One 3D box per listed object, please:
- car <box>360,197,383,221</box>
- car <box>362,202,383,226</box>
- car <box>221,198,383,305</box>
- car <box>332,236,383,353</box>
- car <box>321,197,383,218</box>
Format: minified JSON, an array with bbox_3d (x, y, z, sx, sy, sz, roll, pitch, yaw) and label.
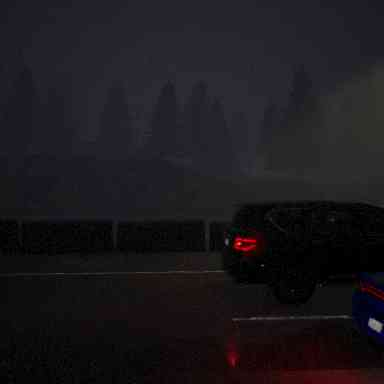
[{"bbox_3d":[16.025,1.306,26.176,4.553,1.767,2.097,0,0,-3],"label":"car"},{"bbox_3d":[14.479,1.441,22.576,5.008,1.535,1.882,0,0,-3],"label":"car"},{"bbox_3d":[3.461,1.221,7.682,5.566,2.045,2.150,0,0,-3],"label":"car"},{"bbox_3d":[4.723,1.477,4.252,5.008,1.535,1.882,0,0,-3],"label":"car"},{"bbox_3d":[14.194,1.313,29.572,4.553,1.767,2.097,0,0,-3],"label":"car"}]
